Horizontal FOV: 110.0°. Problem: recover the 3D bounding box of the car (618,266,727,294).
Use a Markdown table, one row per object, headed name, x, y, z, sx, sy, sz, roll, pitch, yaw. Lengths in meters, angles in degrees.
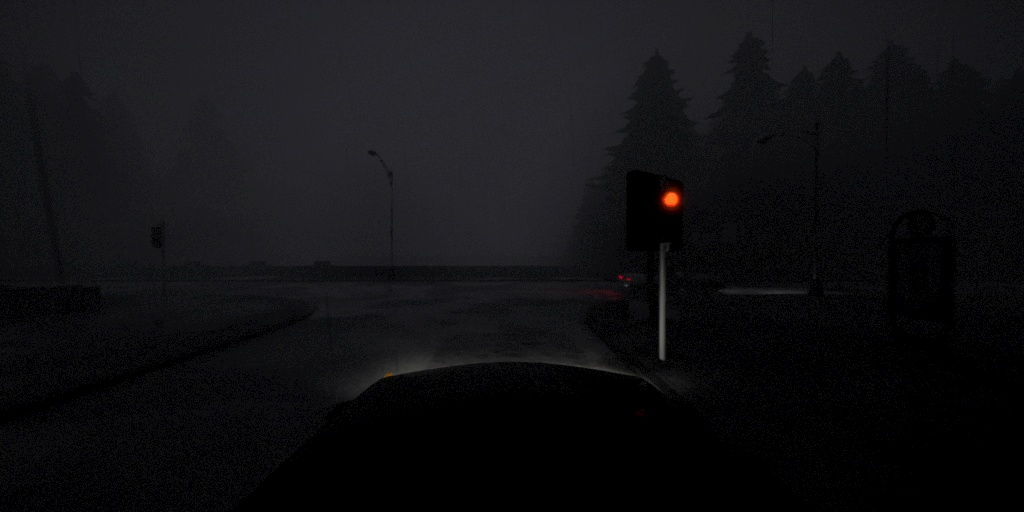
| name | x | y | z | sx | sy | sz | roll | pitch | yaw |
| --- | --- | --- | --- | --- | --- | --- | --- | --- | --- |
| car | 7.858 | 1.141 | 17.732 | 4.718 | 1.301 | 1.895 | 0 | 1 | 0 |
